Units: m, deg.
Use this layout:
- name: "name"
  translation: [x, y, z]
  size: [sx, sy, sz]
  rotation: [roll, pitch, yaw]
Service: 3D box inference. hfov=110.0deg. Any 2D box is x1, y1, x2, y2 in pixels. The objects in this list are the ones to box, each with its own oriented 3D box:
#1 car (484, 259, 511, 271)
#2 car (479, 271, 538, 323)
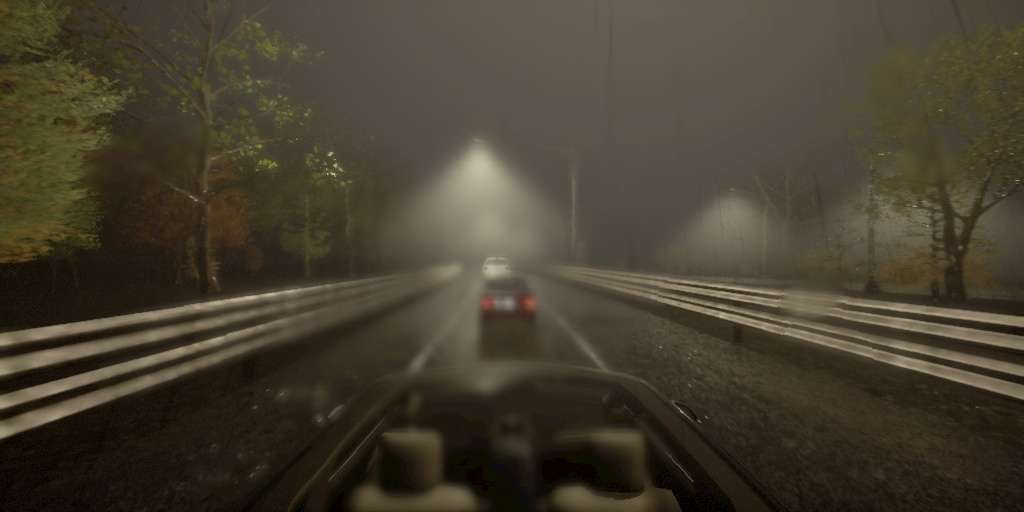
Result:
- name: "car"
  translation: [-1.282, 1.267, 31.721]
  size: [2.150, 2.045, 5.566]
  rotation: [0, -1, -5]
- name: "car"
  translation: [-0.163, 1.409, 12.613]
  size: [2.033, 1.411, 5.357]
  rotation: [0, -1, -2]
